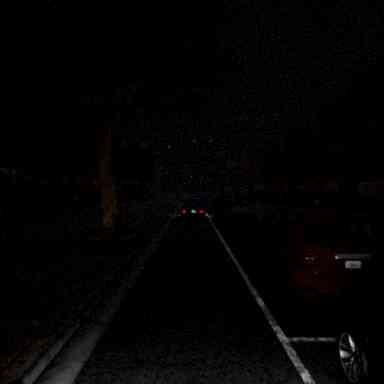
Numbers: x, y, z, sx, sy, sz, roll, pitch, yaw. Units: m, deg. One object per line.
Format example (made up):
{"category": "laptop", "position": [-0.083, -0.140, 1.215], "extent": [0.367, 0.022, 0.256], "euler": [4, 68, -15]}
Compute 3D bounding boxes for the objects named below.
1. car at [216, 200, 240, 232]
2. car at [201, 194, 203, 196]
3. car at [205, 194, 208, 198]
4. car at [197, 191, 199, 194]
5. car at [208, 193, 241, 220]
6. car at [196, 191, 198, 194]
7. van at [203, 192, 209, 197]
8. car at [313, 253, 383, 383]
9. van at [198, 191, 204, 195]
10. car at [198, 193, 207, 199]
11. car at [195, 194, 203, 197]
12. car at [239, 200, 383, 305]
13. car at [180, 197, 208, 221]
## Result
{"category": "car", "position": [2.623, 1.404, 18.930], "extent": [1.887, 1.381, 4.507], "euler": [1, 0, 0]}
{"category": "car", "position": [2.588, 1.219, 46.634], "extent": [1.947, 1.339, 4.313], "euler": [1, 0, 0]}
{"category": "car", "position": [2.602, 1.280, 35.553], "extent": [1.887, 1.381, 4.507], "euler": [1, 0, 0]}
{"category": "car", "position": [2.560, 1.026, 68.966], "extent": [1.752, 1.417, 4.829], "euler": [1, 0, 0]}
{"category": "car", "position": [2.619, 1.133, 24.470], "extent": [2.192, 1.841, 5.009], "euler": [1, 0, 0]}
{"category": "car", "position": [2.554, 0.906, 74.335], "extent": [1.967, 1.590, 4.097], "euler": [1, 0, 0]}
{"category": "van", "position": [2.598, 1.035, 41.092], "extent": [1.690, 1.788, 3.998], "euler": [1, 0, 0]}
{"category": "car", "position": [2.644, 1.548, 2.308], "extent": [1.947, 1.339, 4.313], "euler": [1, 0, 0]}
{"category": "van", "position": [2.569, 0.878, 63.254], "extent": [1.690, 1.788, 3.998], "euler": [1, 0, 0]}
{"category": "car", "position": [2.546, 0.978, 79.877], "extent": [1.887, 1.381, 4.507], "euler": [1, 0, 0]}
{"category": "car", "position": [0.046, 1.290, 41.794], "extent": [1.895, 1.301, 4.718], "euler": [0, 0, 0]}
{"category": "car", "position": [2.640, 1.256, 7.847], "extent": [2.192, 1.841, 5.009], "euler": [1, 0, 0]}
{"category": "car", "position": [0.067, 1.361, 25.116], "extent": [2.033, 1.411, 5.357], "euler": [0, 0, 0]}
